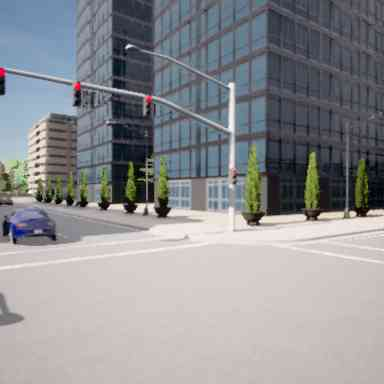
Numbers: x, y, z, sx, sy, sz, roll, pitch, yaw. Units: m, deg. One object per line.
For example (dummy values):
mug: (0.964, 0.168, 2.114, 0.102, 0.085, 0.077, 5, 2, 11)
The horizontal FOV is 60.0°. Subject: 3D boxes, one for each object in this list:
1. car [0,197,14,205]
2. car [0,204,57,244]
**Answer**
car: (-29.733, 1.508, 53.087, 2.033, 1.411, 5.357, 0, 0, -35)
car: (-7.757, 1.495, 15.805, 1.812, 1.442, 4.674, 0, 0, -35)
